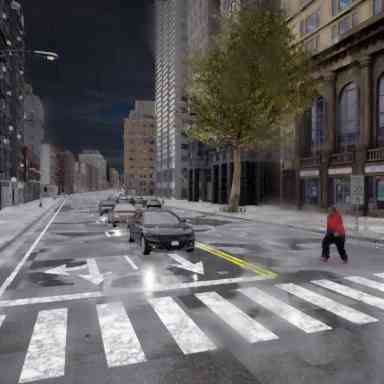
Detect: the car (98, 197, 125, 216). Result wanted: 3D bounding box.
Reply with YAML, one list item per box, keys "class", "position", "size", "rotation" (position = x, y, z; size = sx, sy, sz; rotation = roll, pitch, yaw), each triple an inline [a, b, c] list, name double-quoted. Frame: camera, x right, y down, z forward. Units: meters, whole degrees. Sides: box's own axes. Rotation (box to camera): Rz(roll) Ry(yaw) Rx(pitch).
- class: "car"
  position: [-8.180, 1.486, 32.433]
  size: [2.033, 1.411, 5.357]
  rotation: [0, 0, -19]

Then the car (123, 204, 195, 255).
- class: "car"
  position: [-1.418, 1.461, 13.613]
  size: [1.882, 1.535, 5.008]
  rotation: [0, 0, -20]

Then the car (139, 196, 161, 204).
- class: "car"
  position: [-5.415, 1.455, 44.369]
  size: [1.994, 1.385, 4.181]
  rotation: [0, 0, -19]

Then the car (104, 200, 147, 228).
- class: "car"
  position: [-4.597, 1.494, 22.452]
  size: [1.812, 1.442, 4.674]
  rotation: [0, 0, -20]

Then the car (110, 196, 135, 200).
- class: "car"
  position: [-10.006, 1.364, 47.658]
  size: [2.128, 1.511, 4.902]
  rotation: [0, 0, -20]

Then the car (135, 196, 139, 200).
- class: "car"
  position: [-8.857, 1.333, 53.767]
  size: [2.128, 1.511, 4.902]
  rotation: [0, 0, -20]

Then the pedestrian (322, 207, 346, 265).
- class: "pedestrian"
  position: [4.328, 1.280, 10.129]
  size: [0.375, 1.860, 0.375]
  rotation: [-1, 1, -20]
